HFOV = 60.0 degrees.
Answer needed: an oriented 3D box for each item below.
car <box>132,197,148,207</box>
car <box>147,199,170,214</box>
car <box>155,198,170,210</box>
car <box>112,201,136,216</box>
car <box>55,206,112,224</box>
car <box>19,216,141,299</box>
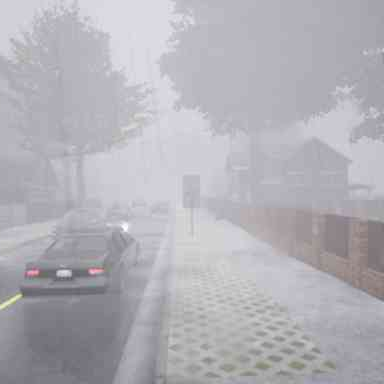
[{"bbox_3d":[-6.817,1.400,43.854,1.882,1.535,5.008,-1,0,-3],"label":"car"},{"bbox_3d":[-3.808,1.864,39.239,1.895,1.301,4.718,-1,0,-2],"label":"car"},{"bbox_3d":[-4.296,1.764,49.311,1.882,1.535,5.008,-1,0,-3],"label":"car"},{"bbox_3d":[-6.236,1.756,28.660,1.812,1.442,4.674,-1,0,-3],"label":"car"},{"bbox_3d":[-5.762,1.655,17.494,1.837,1.490,4.892,-1,-1,-2],"label":"car"},{"bbox_3d":[-2.531,1.606,8.799,2.033,1.411,5.357,-1,0,-3],"label":"car"}]
